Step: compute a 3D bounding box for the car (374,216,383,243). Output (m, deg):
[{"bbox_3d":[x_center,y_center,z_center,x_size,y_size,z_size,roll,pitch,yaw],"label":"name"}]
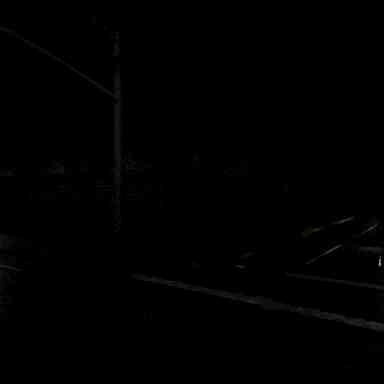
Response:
[{"bbox_3d":[9.680,1.466,15.217,1.837,1.490,4.892,0,0,35],"label":"car"}]
